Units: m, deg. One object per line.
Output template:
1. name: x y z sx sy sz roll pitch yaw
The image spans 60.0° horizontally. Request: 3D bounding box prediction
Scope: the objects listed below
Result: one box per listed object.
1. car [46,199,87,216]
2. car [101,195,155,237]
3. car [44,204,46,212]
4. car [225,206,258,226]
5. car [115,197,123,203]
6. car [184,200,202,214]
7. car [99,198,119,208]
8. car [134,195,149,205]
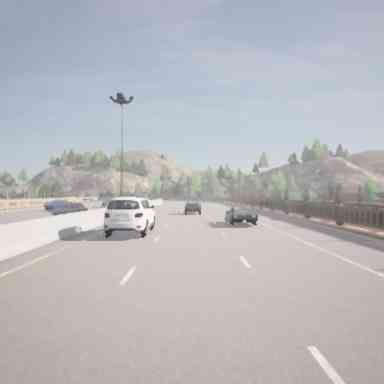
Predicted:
1. car: -10.602 1.665 29.105 1.837 1.490 4.892 0 0 0
2. car: -3.405 1.323 18.849 2.150 2.045 5.566 0 0 0
3. car: -17.589 1.733 43.687 1.882 1.535 5.008 0 -1 0
4. car: 3.594 1.737 24.914 1.895 1.301 4.718 0 0 0
5. car: -18.698 2.091 85.480 1.837 1.490 4.892 0 -1 -10
6. car: 0.090 1.711 38.343 2.128 1.511 4.902 0 0 0
7. car: -14.058 1.847 56.833 2.128 1.511 4.902 0 0 1
8. car: -10.522 1.693 69.801 2.150 2.045 5.566 0 -1 0
